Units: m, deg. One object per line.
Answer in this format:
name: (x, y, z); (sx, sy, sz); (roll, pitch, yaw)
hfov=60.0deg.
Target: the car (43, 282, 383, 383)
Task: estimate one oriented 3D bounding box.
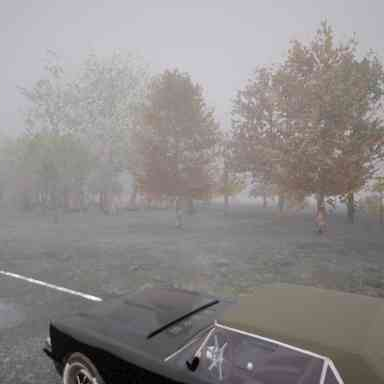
car: (0.689, 1.595, 3.074); (4.718, 1.301, 1.895); (0, 0, 35)
